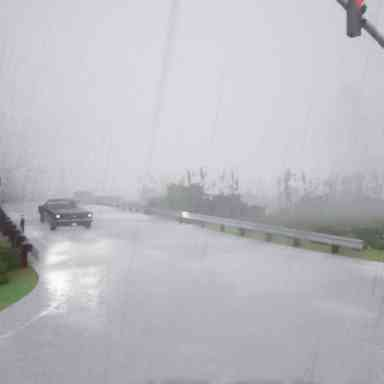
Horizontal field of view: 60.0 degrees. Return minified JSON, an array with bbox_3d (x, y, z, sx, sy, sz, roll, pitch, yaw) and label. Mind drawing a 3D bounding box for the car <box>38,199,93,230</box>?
[{"bbox_3d":[-6.674,1.082,17.399,1.895,1.301,4.718,0,3,-33],"label":"car"}]
